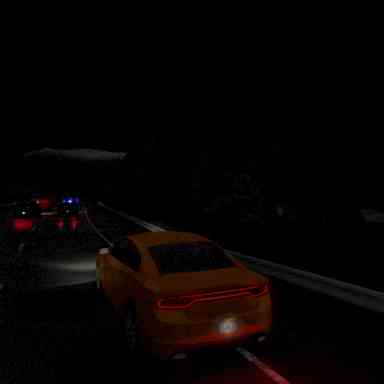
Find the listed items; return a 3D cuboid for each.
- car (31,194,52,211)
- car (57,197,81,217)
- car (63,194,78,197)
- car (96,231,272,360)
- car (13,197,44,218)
[{"bbox_3d":[-18.277,1.221,40.119,2.150,2.045,5.566,0,0,-19],"label":"car"},{"bbox_3d":[-11.732,1.491,31.576,2.128,1.511,4.902,0,0,-19],"label":"car"},{"bbox_3d":[-15.104,1.221,41.493,2.150,2.045,5.566,0,0,-18],"label":"car"},{"bbox_3d":[-0.584,1.478,6.283,1.882,1.535,5.008,0,0,-24],"label":"car"},{"bbox_3d":[-14.914,1.505,30.203,1.837,1.490,4.892,0,0,-19],"label":"car"}]
